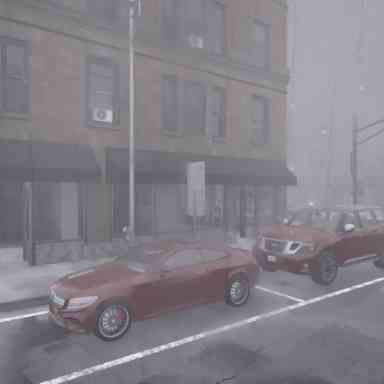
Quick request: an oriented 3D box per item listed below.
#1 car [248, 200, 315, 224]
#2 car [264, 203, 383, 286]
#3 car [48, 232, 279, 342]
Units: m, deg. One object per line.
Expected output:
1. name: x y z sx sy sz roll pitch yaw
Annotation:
1. car: 6.813 1.486 25.884 1.882 1.535 5.008 0 0 -35
2. car: 4.008 1.315 9.618 5.009 1.841 2.192 0 0 -35
3. car: -0.491 1.582 6.414 4.206 1.307 1.802 0 0 -35
